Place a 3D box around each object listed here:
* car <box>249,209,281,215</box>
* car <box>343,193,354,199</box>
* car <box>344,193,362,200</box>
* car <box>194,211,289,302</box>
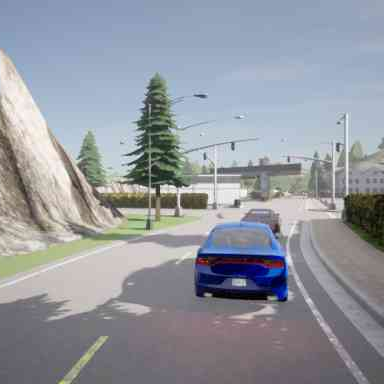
[{"bbox_3d":[3.677,1.564,17.631,1.994,1.385,4.181,0,0,17],"label":"car"},{"bbox_3d":[38.469,1.361,80.034,3.806,1.475,1.970,0,0,19],"label":"car"},{"bbox_3d":[40.119,1.077,82.984,3.866,1.878,1.905,0,0,19],"label":"car"},{"bbox_3d":[1.281,1.478,8.440,1.882,1.535,5.008,0,0,10],"label":"car"}]
